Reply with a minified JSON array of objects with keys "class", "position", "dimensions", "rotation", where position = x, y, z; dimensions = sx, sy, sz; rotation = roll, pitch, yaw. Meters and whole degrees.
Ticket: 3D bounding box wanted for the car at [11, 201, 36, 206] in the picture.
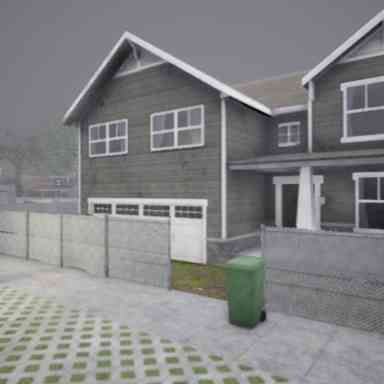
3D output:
[{"class":"car","position":[-19.202,1.750,37.282],"dimensions":[1.837,1.490,4.892],"rotation":[0,0,21]}]
